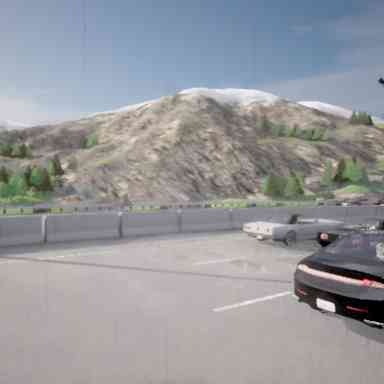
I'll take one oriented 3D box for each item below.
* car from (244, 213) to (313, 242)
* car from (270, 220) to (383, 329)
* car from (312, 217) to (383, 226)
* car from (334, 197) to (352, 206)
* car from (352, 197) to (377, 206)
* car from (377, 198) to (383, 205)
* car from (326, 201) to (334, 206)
[{"bbox_3d":[4.715,1.572,14.916,4.718,1.301,1.895,0,0,-31],"label":"car"},{"bbox_3d":[4.053,1.482,6.288,4.902,1.511,2.128,0,0,-32],"label":"car"},{"bbox_3d":[6.842,1.581,12.110,4.718,1.301,1.895,0,0,-30],"label":"car"},{"bbox_3d":[21.094,1.419,42.385,4.902,1.511,2.128,0,0,-21],"label":"car"},{"bbox_3d":[21.720,1.414,38.883,5.008,1.535,1.882,0,0,-21],"label":"car"},{"bbox_3d":[22.601,1.297,35.457,4.553,1.767,2.097,0,0,-21],"label":"car"},{"bbox_3d":[21.344,1.467,46.247,5.357,1.411,2.033,0,0,-21],"label":"car"}]
